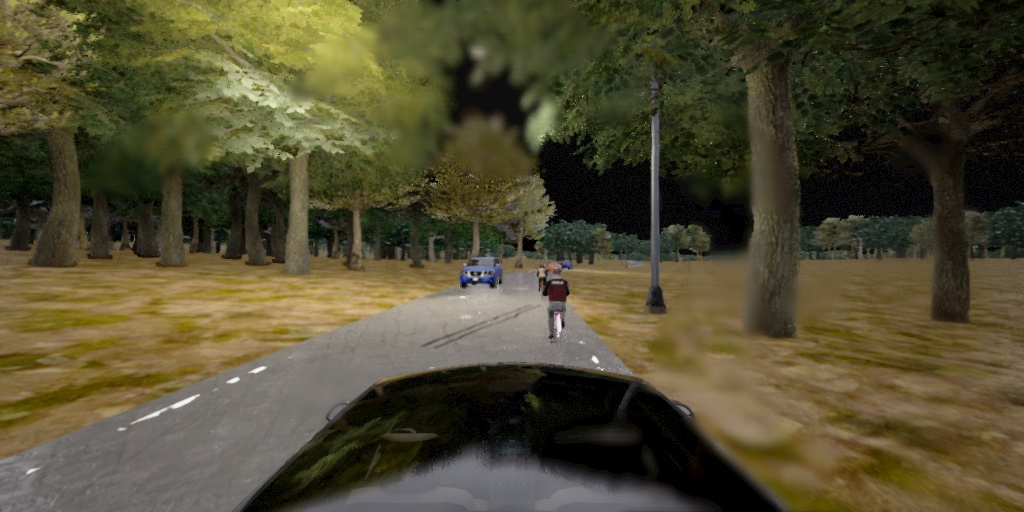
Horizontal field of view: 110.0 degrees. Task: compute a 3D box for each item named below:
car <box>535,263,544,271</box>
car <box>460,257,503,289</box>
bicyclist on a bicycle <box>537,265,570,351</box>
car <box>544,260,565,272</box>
[{"bbox_3d":[5.408,1.963,65.043,1.994,1.385,4.181,0,-1,15],"label":"car"},{"bbox_3d":[-1.922,1.051,24.135,2.150,2.045,5.566,0,0,6],"label":"car"},{"bbox_3d":[0.992,1.124,8.091,0.659,1.776,1.843,0,0,2],"label":"bicyclist on a bicycle"},{"bbox_3d":[6.897,1.639,57.870,2.097,1.767,4.553,0,-1,13],"label":"car"}]
